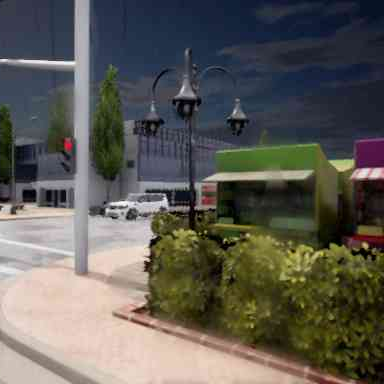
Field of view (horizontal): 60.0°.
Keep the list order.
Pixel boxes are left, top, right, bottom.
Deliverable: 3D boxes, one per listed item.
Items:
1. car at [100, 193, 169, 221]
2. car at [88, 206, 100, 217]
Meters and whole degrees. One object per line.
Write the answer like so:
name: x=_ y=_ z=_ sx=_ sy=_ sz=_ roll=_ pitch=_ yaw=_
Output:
car: x=-4.142 y=1.104 z=26.282 sx=2.150 sy=2.045 sz=5.566 roll=0 pitch=0 yaw=37
car: x=-6.738 y=1.462 z=28.657 sx=1.895 sy=1.301 sz=4.718 roll=0 pitch=0 yaw=37
